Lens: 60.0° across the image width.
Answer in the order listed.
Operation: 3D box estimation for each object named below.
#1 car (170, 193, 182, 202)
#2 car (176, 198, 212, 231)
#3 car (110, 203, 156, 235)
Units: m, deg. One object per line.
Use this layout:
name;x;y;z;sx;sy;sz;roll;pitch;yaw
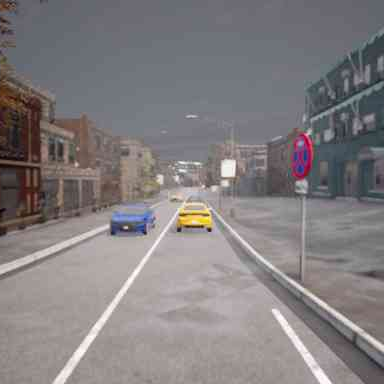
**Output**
car;-2.775;0.974;59.580;1.882;1.535;5.008;0;1;1
car;0.132;1.379;19.897;1.882;1.535;5.008;0;1;0
car;-3.131;1.394;18.337;1.882;1.535;5.008;0;0;0
